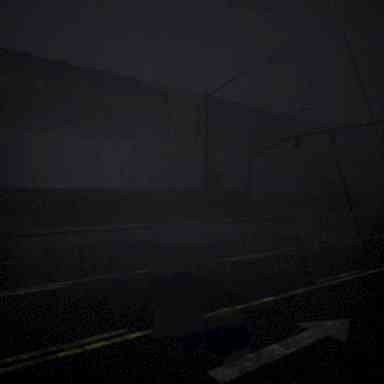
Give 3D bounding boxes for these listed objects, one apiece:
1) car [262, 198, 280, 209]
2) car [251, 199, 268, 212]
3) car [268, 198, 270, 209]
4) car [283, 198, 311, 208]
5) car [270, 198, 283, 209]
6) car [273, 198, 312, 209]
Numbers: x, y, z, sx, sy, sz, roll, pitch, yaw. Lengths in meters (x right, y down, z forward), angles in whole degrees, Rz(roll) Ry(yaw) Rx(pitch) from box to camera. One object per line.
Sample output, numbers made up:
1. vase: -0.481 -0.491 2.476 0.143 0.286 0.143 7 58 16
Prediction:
1. car: 10.443 1.448 43.760 1.853 1.218 4.536 0 0 18
2. car: 6.625 1.427 41.040 4.536 1.218 1.853 0 0 8
3. car: 6.676 1.585 41.033 4.974 1.542 2.038 0 0 8
4. car: 14.293 1.472 47.456 4.536 1.218 1.853 0 0 -7
5. car: 10.427 1.605 43.710 2.038 1.542 4.974 0 0 18
6. car: 14.344 1.629 47.462 4.974 1.542 2.038 0 0 -7
